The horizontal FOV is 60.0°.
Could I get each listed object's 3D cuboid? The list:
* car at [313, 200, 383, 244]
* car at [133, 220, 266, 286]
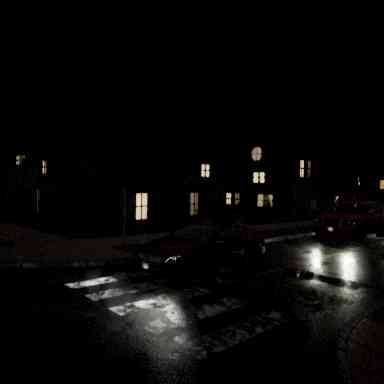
[{"bbox_3d":[8.717,1.478,17.941,5.566,2.045,2.150,1,1,-43],"label":"car"},{"bbox_3d":[0.459,1.586,9.900,1.812,1.442,4.674,2,1,43],"label":"car"}]
